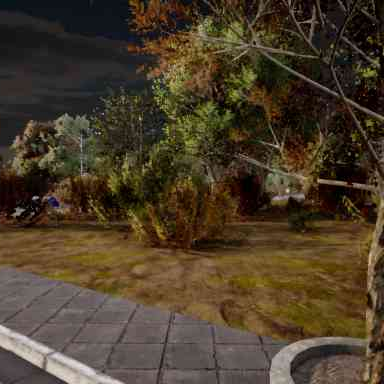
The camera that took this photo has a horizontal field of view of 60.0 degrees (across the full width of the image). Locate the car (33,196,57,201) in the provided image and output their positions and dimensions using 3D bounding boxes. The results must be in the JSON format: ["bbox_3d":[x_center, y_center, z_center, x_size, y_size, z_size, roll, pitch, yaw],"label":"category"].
[{"bbox_3d":[-17.642,1.244,41.315,1.882,1.535,5.008,0,0,32],"label":"car"}]

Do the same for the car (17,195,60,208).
[{"bbox_3d":[-20.160,1.219,43.888,1.882,1.535,5.008,0,0,32],"label":"car"}]
